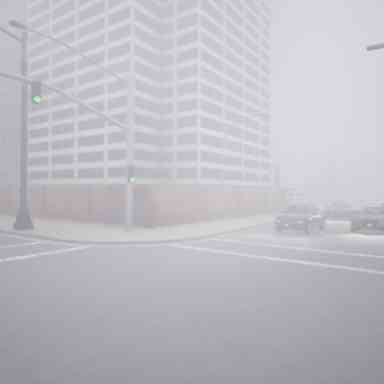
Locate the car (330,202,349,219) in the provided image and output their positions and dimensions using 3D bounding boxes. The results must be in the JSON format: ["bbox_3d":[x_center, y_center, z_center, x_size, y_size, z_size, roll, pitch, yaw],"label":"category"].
[{"bbox_3d":[12.045,1.525,27.393,1.994,1.385,4.181,0,0,35],"label":"car"}]

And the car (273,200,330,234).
[{"bbox_3d":[6.309,1.466,19.278,1.837,1.490,4.892,0,0,35],"label":"car"}]

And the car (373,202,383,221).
[{"bbox_3d":[16.307,1.584,27.353,1.895,1.301,4.718,0,0,35],"label":"car"}]

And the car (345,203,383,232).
[{"bbox_3d":[10.418,1.548,19.030,1.994,1.385,4.181,0,0,35],"label":"car"}]
